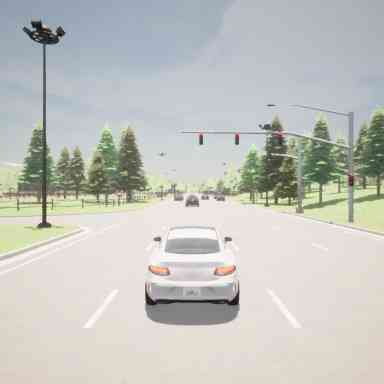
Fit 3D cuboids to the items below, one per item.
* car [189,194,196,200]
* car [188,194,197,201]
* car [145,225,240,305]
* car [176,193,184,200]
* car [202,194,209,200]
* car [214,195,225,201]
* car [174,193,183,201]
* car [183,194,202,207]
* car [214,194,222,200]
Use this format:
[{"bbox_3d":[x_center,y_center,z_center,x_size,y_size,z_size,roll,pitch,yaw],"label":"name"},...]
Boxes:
[{"bbox_3d":[0.140,1.332,92.873,1.837,1.490,4.892,0,0,0],"label":"car"},{"bbox_3d":[0.125,1.347,82.840,2.097,1.767,4.553,0,0,0],"label":"car"},{"bbox_3d":[0.018,1.526,7.937,1.812,1.442,4.674,0,0,0],"label":"car"},{"bbox_3d":[-3.360,1.187,92.848,2.097,1.767,4.553,0,0,0],"label":"car"},{"bbox_3d":[3.640,1.355,93.251,2.097,1.767,4.553,0,0,0],"label":"car"},{"bbox_3d":[7.124,1.517,82.442,2.128,1.511,4.902,0,0,0],"label":"car"},{"bbox_3d":[-3.375,1.544,82.842,1.994,1.385,4.181,0,0,0],"label":"car"},{"bbox_3d":[0.078,1.352,51.810,2.097,1.767,4.553,0,0,0],"label":"car"},{"bbox_3d":[7.140,1.385,92.862,1.994,1.385,4.181,0,0,0],"label":"car"}]
